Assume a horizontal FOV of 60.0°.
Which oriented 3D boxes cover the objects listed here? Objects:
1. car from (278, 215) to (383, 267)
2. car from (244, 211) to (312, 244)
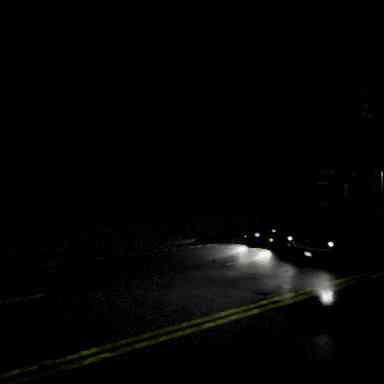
[{"bbox_3d":[5.361,1.594,11.499,4.718,1.301,1.895,0,0,-35],"label":"car"},{"bbox_3d":[4.283,1.557,14.720,4.181,1.385,1.994,0,0,-35],"label":"car"}]
